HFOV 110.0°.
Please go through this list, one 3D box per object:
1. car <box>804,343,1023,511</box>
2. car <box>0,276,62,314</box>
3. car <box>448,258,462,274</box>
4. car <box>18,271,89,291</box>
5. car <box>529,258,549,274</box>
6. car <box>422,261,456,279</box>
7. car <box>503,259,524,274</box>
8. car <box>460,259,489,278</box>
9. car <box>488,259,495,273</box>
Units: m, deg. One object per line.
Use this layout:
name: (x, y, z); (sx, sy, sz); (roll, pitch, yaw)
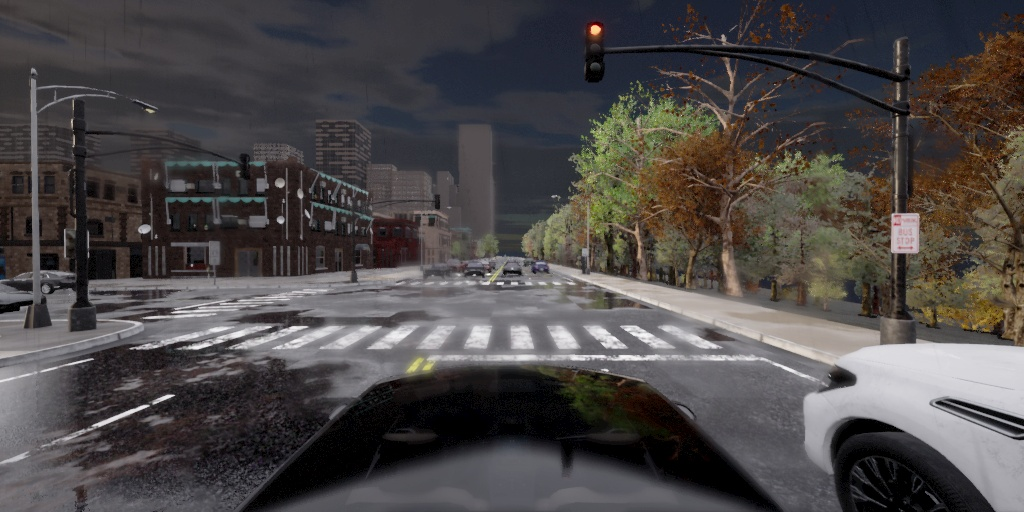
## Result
car: (3.355, 0.972, 0.382); (2.150, 2.045, 5.566); (0, 0, 0)
car: (-19.971, 1.565, 13.138); (4.313, 1.339, 1.948); (0, 0, 0)
car: (-6.672, 1.088, 41.571); (2.097, 1.767, 4.553); (0, 0, 0)
car: (-28.321, 1.559, 21.633); (4.403, 1.370, 2.007); (0, 0, 0)
car: (3.267, 1.262, 41.802); (1.812, 1.442, 4.674); (0, 0, 0)
car: (-6.670, 1.341, 32.486); (1.895, 1.301, 4.718); (0, 0, 0)
car: (0.021, 1.301, 40.153); (1.994, 1.385, 4.181); (0, 0, 0)
car: (-3.438, 1.287, 33.875); (2.033, 1.411, 5.357); (0, 0, -4)
car: (-3.424, 1.261, 43.338); (1.812, 1.442, 4.674); (0, 0, 0)
